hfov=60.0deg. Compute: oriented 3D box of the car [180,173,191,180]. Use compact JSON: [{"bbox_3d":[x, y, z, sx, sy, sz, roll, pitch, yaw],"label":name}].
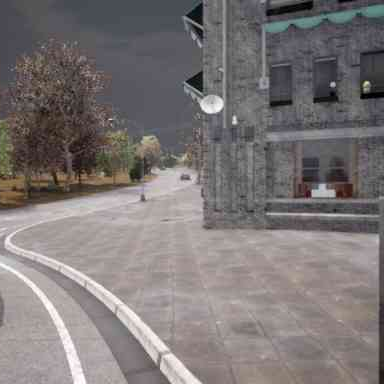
[{"bbox_3d":[-1.352,-3.214,67.578,2.128,1.511,4.902,0,5,1],"label":"car"}]
